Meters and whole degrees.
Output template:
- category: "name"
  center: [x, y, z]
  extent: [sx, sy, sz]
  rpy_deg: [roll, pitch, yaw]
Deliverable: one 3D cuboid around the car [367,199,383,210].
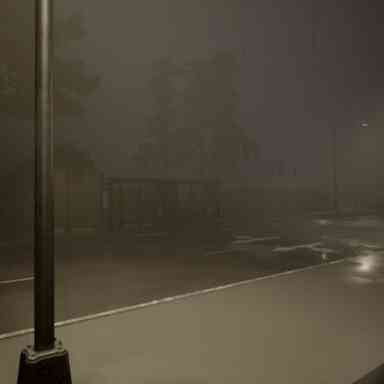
- category: "car"
  center: [24.101, 1.569, 40.405]
  extent: [1.895, 1.301, 4.718]
  rpy_deg: [0, 0, -36]
